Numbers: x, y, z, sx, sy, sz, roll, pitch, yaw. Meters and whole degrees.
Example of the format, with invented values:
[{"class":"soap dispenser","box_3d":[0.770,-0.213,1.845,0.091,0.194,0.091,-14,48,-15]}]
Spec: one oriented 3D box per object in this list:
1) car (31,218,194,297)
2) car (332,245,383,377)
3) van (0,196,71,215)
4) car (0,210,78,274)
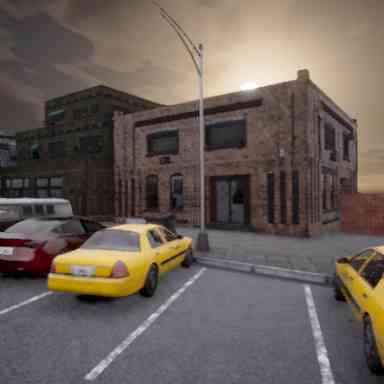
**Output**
[{"class":"car","box_3d":[-1.347,1.460,8.625,1.946,1.575,5.366,0,-1,15]},{"class":"car","box_3d":[3.425,1.484,5.221,1.946,1.575,5.366,0,-1,16]},{"class":"van","box_3d":[-6.202,1.209,11.735,1.878,1.987,4.442,1,0,15]},{"class":"car","box_3d":[-3.782,1.478,10.177,2.163,1.488,4.792,0,-1,15]}]
